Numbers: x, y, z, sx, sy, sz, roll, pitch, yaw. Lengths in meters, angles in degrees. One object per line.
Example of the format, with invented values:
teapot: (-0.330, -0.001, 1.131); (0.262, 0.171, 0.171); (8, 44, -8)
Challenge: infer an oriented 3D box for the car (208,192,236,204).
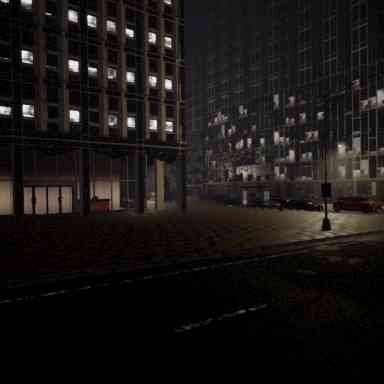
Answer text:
car: (5.101, 1.170, 51.271); (1.837, 1.490, 4.892); (-1, 1, -35)

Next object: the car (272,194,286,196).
car: (11.295, 1.115, 42.234); (2.097, 1.767, 4.553); (-1, 1, -34)

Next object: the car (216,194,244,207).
car: (5.758, 1.318, 45.644); (1.947, 1.339, 4.313); (-1, 1, -34)

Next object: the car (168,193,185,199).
car: (-3.378, 0.934, 73.841); (1.802, 1.307, 4.206); (0, 1, -34)

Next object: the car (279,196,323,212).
car: (12.131, 1.422, 36.230); (1.947, 1.339, 4.313); (-1, 1, -34)

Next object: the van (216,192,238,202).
van: (6.275, 0.853, 59.783); (1.690, 1.788, 3.998); (-1, 1, -34)

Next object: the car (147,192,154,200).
car: (-10.286, 1.038, 69.098); (2.008, 1.369, 4.403); (0, 1, -34)

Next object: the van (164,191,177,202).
van: (-3.850, 0.936, 59.725); (1.690, 1.788, 3.998); (0, 1, -34)

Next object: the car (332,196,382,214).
car: (16.891, 1.205, 34.084); (2.097, 1.767, 4.553); (-1, 1, -35)

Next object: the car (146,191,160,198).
car: (-9.814, 0.684, 83.209); (1.967, 1.590, 4.097); (0, 1, -34)

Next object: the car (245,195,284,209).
car: (8.927, 1.386, 40.927); (1.802, 1.307, 4.206); (-1, 1, -34)

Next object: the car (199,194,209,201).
car: (3.058, 1.041, 64.471); (1.802, 1.307, 4.206); (-1, 1, -34)
